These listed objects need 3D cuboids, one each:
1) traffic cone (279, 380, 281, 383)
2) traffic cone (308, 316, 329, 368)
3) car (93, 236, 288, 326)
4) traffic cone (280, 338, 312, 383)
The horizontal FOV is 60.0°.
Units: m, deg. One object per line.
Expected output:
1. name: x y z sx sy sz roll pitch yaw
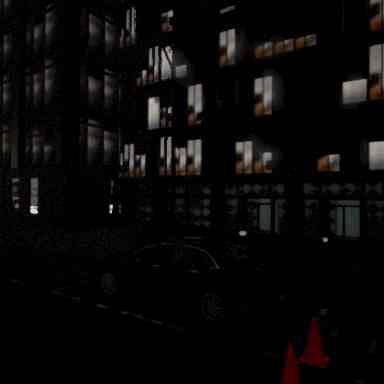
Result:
1. traffic cone: 0.534 1.985 2.915 0.340 0.580 0.340 0 -1 35
2. traffic cone: 1.669 2.005 4.561 0.340 0.580 0.340 0 -1 35
3. car: -0.237 1.609 7.049 4.403 1.369 2.008 0 0 35
4. traffic cone: 1.102 1.995 3.738 0.340 0.580 0.340 0 -1 35
